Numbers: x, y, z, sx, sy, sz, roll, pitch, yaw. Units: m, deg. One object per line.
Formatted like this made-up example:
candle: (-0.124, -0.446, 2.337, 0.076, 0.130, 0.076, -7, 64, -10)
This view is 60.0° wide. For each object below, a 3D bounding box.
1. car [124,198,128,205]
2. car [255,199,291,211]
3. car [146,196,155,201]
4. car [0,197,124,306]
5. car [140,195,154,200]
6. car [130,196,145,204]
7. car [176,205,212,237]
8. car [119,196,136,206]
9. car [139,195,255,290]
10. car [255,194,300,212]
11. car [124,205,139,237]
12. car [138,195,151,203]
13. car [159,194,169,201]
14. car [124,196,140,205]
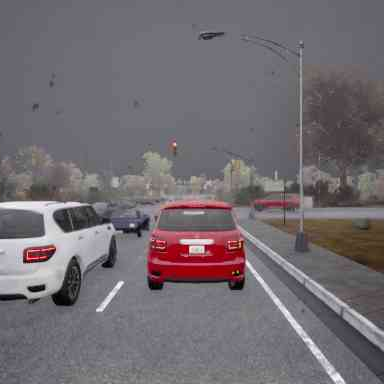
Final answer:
car: (-6.881, 1.505, 25.405, 1.837, 1.490, 4.892, -2, 0, 10)
car: (9.993, 1.564, 41.421, 4.181, 1.385, 1.994, 0, 0, 6)
car: (-10.547, 1.595, 84.582, 1.895, 1.301, 4.718, 0, 0, 0)
car: (-3.405, 1.221, 8.157, 2.150, 2.045, 5.566, 0, 0, 0)
car: (-7.113, 1.547, 54.557, 2.033, 1.411, 5.357, 0, 0, 0)
car: (-10.576, 1.547, 64.694, 2.033, 1.411, 5.357, 0, 0, 1)
car: (0.090, 1.526, 18.911, 1.812, 1.442, 4.674, 0, 0, 0)
car: (-10.618, 1.505, 54.951, 1.837, 1.490, 4.892, 0, 0, 0)
car: (0.092, 1.221, 9.217, 2.150, 2.045, 5.566, 0, 0, 0)
car: (9.375, 1.221, 37.814, 5.566, 2.045, 2.150, 0, 0, 3)
car: (-3.410, 1.601, 17.925, 1.895, 1.301, 4.718, 0, 0, 0)
car: (-10.543, 1.525, 74.536, 2.128, 1.511, 4.902, 0, 0, 0)
car: (-7.047, 1.355, 84.217, 2.097, 1.767, 4.553, 0, 0, 0)
car: (-9.794, 1.547, 42.393, 5.357, 1.411, 2.033, 0, 0, 3)
